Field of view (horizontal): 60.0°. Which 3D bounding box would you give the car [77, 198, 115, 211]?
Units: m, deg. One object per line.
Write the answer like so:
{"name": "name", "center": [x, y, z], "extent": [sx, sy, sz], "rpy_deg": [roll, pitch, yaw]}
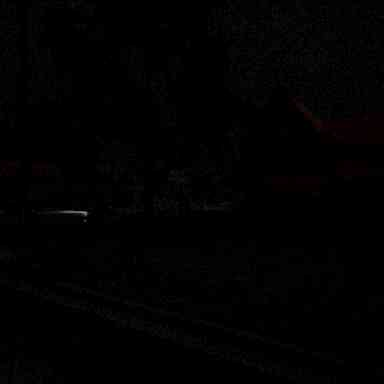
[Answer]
{"name": "car", "center": [-11.711, 1.505, 40.855], "extent": [1.837, 1.490, 4.892], "rpy_deg": [0, 0, 34]}

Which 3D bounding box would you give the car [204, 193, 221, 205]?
{"name": "car", "center": [3.645, 1.221, 58.520], "extent": [2.150, 2.045, 5.566], "rpy_deg": [0, 0, 14]}

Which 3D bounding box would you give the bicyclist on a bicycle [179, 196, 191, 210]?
{"name": "bicyclist on a bicycle", "center": [-0.832, 1.224, 38.252], "extent": [1.656, 1.620, 0.582], "rpy_deg": [0, 0, 34]}

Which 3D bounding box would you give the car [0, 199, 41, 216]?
{"name": "car", "center": [-17.363, 1.505, 32.522], "extent": [1.837, 1.490, 4.892], "rpy_deg": [0, 0, 34]}
